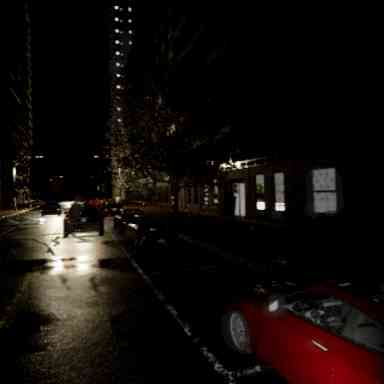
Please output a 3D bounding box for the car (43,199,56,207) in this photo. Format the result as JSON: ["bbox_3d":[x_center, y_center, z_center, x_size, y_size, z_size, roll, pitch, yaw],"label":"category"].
[{"bbox_3d":[-28.010,2.153,65.531,1.887,1.381,4.507,-1,0,-19],"label":"car"}]

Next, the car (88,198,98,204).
[{"bbox_3d":[-21.897,1.994,73.604,1.947,1.339,4.313,-1,0,-19],"label":"car"}]

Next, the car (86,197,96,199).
[{"bbox_3d":[-11.531,1.606,34.786,2.097,1.767,4.553,-2,0,-18],"label":"car"}]

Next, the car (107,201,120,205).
[{"bbox_3d":[-7.300,1.594,30.469,1.967,1.590,4.097,-1,0,-19],"label":"car"}]

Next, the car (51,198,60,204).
[{"bbox_3d":[-33.485,2.244,81.707,1.887,1.381,4.507,-1,0,-19],"label":"car"}]

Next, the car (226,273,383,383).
[{"bbox_3d":[1.827,1.532,3.510,1.802,1.307,4.206,-2,0,-19],"label":"car"}]

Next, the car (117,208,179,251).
[{"bbox_3d":[-1.823,1.588,14.293,2.008,1.369,4.403,-1,0,-19],"label":"car"}]

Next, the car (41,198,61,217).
[{"bbox_3d":[-15.249,1.826,36.208,1.882,1.535,5.008,-2,0,-19],"label":"car"}]

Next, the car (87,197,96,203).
[{"bbox_3d":[-25.547,2.054,84.387,1.947,1.339,4.313,-1,0,-19],"label":"car"}]

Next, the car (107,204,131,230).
[{"bbox_3d":[-3.648,1.629,19.685,2.008,1.369,4.403,-1,0,-19],"label":"car"}]

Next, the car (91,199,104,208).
[{"bbox_3d":[-16.422,1.878,57.429,1.887,1.381,4.507,-1,0,-19],"label":"car"}]

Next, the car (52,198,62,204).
[{"bbox_3d":[-35.310,2.295,87.099,1.947,1.339,4.313,-1,0,-19],"label":"car"}]

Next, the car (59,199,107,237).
[{"bbox_3d":[-6.328,1.500,19.383,2.097,1.767,4.553,-2,0,-18],"label":"car"}]

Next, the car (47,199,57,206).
[{"bbox_3d":[-29.834,2.221,70.924,1.802,1.307,4.206,-1,0,-19],"label":"car"}]

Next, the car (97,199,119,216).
[{"bbox_3d":[-9.126,1.631,35.860,1.967,1.590,4.097,-1,0,-19],"label":"car"}]
